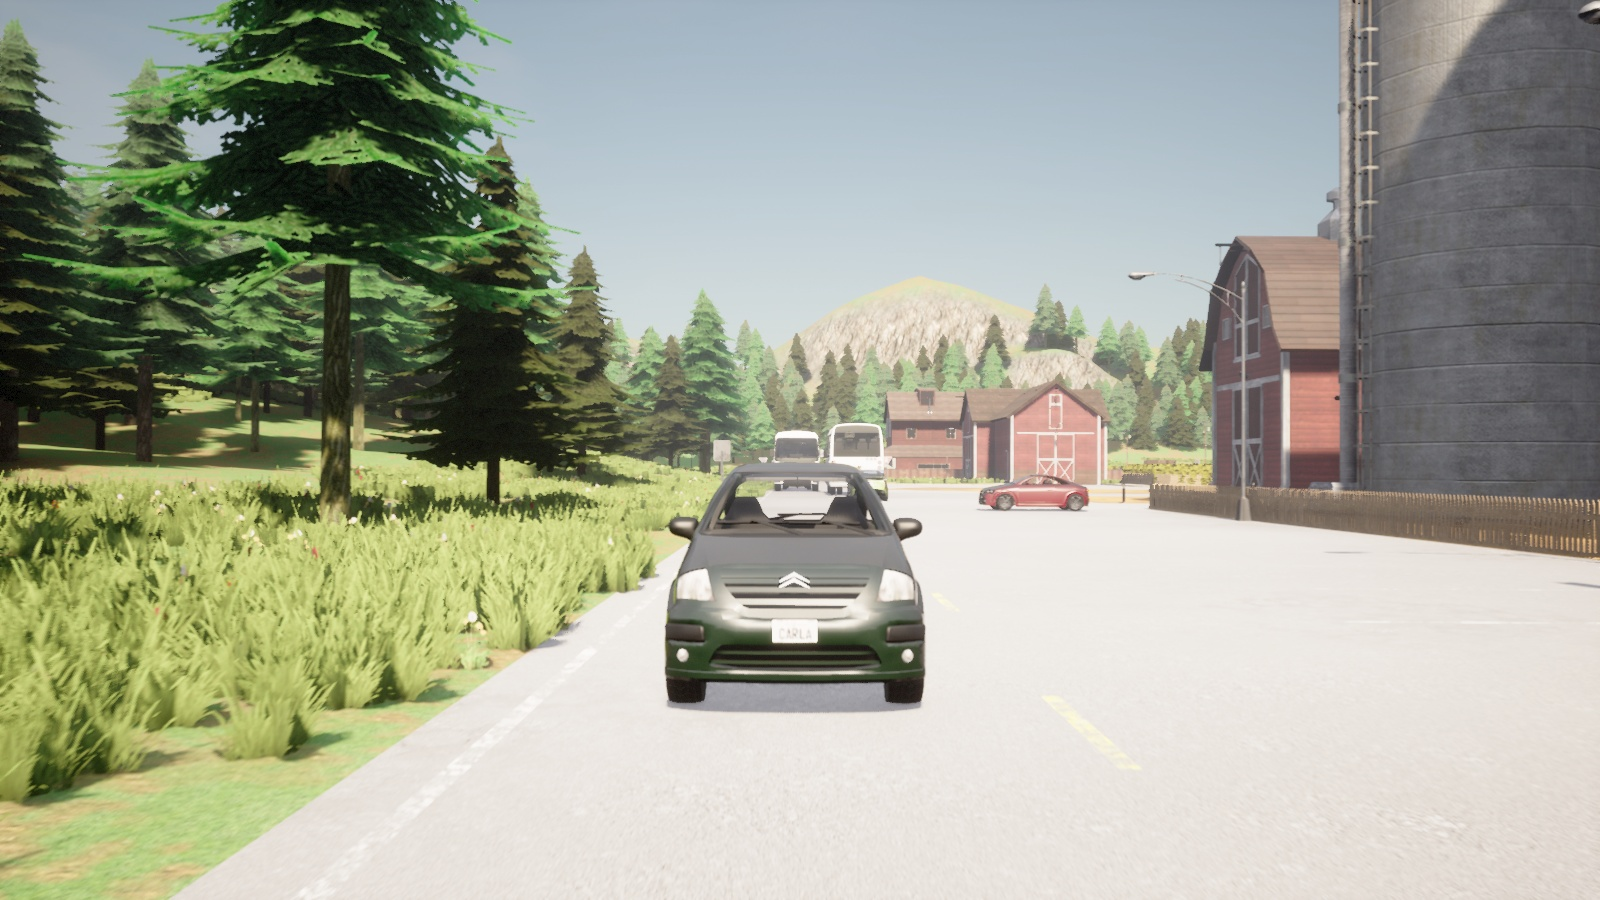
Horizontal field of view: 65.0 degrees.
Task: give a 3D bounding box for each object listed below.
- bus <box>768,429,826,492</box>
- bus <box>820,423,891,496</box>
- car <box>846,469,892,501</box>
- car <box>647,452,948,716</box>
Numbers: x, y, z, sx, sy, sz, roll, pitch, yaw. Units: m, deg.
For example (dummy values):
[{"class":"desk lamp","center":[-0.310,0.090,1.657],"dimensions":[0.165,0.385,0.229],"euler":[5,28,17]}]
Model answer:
[{"class":"bus","center":[-0.224,0.809,90.754],"dimensions":[3.944,4.253,10.273],"euler":[0,-1,0]},{"class":"bus","center":[3.306,0.611,78.576],"dimensions":[3.944,4.253,10.273],"euler":[0,-1,0]},{"class":"car","center":[3.351,1.683,62.012],"dimensions":[2.007,1.525,4.514],"euler":[0,-1,0]},{"class":"car","center":[-0.024,0.858,9.749],"dimensions":[1.851,1.617,3.988],"euler":[0,-1,0]}]
